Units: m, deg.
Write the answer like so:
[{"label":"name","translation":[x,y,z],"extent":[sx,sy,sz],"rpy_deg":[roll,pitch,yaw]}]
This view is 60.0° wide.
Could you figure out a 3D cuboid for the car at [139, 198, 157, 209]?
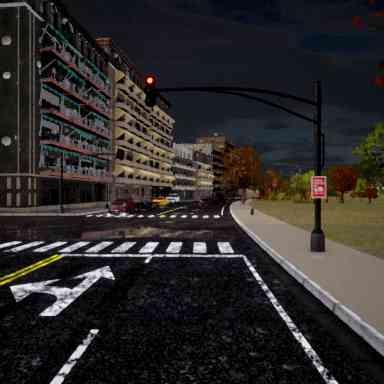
[{"label":"car","translation":[-6.963,1.726,48.299],"extent":[1.895,1.301,4.718],"rpy_deg":[0,0,7]}]

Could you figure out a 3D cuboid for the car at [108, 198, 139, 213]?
[{"label":"car","translation":[-7.995,1.432,38.272],"extent":[2.097,1.767,4.553],"rpy_deg":[0,0,5]}]

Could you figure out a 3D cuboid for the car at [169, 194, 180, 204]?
[{"label":"car","translation":[-4.017,1.452,68.963],"extent":[2.150,2.045,5.566],"rpy_deg":[0,0,9]}]

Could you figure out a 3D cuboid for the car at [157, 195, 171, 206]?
[{"label":"car","translation":[-5.610,1.651,58.511],"extent":[1.882,1.535,5.008],"rpy_deg":[0,0,8]}]

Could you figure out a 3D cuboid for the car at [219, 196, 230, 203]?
[{"label":"car","translation":[7.707,1.784,79.127],"extent":[2.128,1.511,4.902],"rpy_deg":[0,0,12]}]

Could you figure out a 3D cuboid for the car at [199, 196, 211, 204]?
[{"label":"car","translation":[2.595,1.728,69.128],"extent":[2.128,1.511,4.902],"rpy_deg":[0,0,10]}]

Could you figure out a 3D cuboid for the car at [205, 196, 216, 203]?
[{"label":"car","translation":[4.433,1.729,79.325],"extent":[1.882,1.535,5.008],"rpy_deg":[0,0,12]}]

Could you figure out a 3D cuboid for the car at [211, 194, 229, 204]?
[{"label":"car","translation":[5.813,1.457,68.666],"extent":[2.150,2.045,5.566],"rpy_deg":[0,0,10]}]
